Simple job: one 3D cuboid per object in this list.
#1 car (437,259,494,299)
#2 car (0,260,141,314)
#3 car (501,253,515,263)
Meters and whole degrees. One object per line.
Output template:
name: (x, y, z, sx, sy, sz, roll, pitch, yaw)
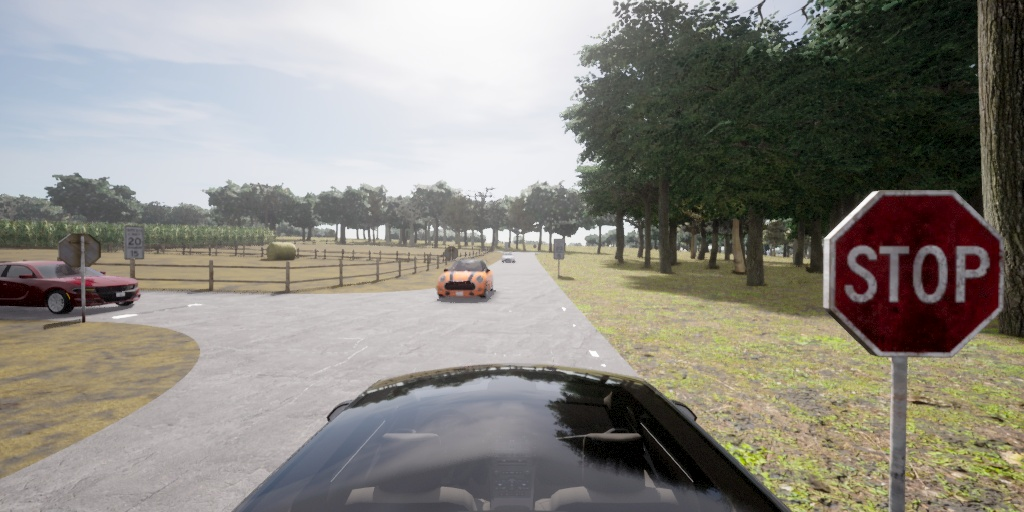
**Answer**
car: (-2.058, 0.953, 16.960, 2.097, 1.767, 4.553, 1, 0, 2)
car: (-14.851, 0.904, 11.488, 5.008, 1.535, 1.882, 1, 1, 4)
car: (-0.561, 0.252, 53.445, 1.812, 1.442, 4.674, 0, 2, 2)
